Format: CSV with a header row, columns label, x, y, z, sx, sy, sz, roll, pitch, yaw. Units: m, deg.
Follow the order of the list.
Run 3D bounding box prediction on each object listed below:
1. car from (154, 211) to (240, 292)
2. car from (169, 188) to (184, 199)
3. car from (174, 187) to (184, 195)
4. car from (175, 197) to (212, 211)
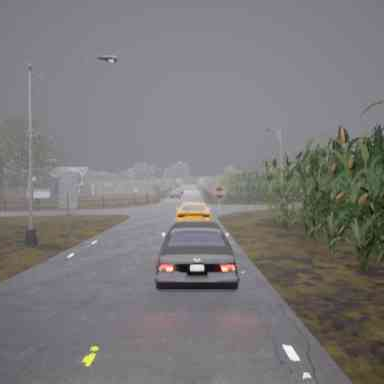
label,x,y,z,sx,sy,sz,roll,pitch,yaw
car,0.096,1.492,8.928,2.033,1.411,5.357,0,1,0
car,-2.840,0.386,57.242,1.882,1.535,5.008,0,2,0
car,-2.778,-0.219,72.689,1.882,1.535,5.008,0,2,0
car,0.082,1.298,18.601,1.882,1.535,5.008,0,1,0
